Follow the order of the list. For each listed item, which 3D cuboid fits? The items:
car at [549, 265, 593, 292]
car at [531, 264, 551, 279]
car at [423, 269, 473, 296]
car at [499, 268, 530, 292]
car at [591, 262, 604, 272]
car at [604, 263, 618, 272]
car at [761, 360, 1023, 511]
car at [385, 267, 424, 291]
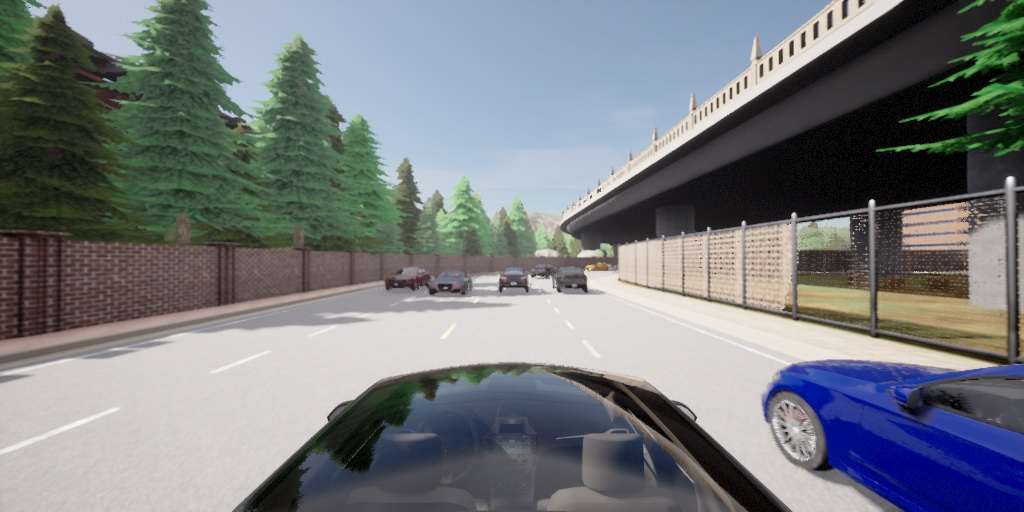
[{"bbox_3d":[3.671,1.482,23.137,1.837,1.490,4.892,0,-1,2],"label":"car"},{"bbox_3d":[3.634,1.638,39.111,2.128,1.511,4.902,0,-1,25],"label":"car"},{"bbox_3d":[-3.453,1.516,20.794,1.994,1.385,4.181,0,-1,2],"label":"car"},{"bbox_3d":[0.158,1.506,23.456,1.812,1.442,4.674,0,-1,2],"label":"car"},{"bbox_3d":[14.413,1.841,59.631,5.008,1.535,1.882,0,-1,-27],"label":"car"},{"bbox_3d":[17.553,1.864,57.291,4.674,1.442,1.812,0,-1,-23],"label":"car"},{"bbox_3d":[3.598,1.278,1.903,1.812,1.442,4.674,0,-1,0],"label":"car"},{"bbox_3d":[-6.853,1.464,24.081,1.882,1.535,5.008,0,-1,3],"label":"car"}]
